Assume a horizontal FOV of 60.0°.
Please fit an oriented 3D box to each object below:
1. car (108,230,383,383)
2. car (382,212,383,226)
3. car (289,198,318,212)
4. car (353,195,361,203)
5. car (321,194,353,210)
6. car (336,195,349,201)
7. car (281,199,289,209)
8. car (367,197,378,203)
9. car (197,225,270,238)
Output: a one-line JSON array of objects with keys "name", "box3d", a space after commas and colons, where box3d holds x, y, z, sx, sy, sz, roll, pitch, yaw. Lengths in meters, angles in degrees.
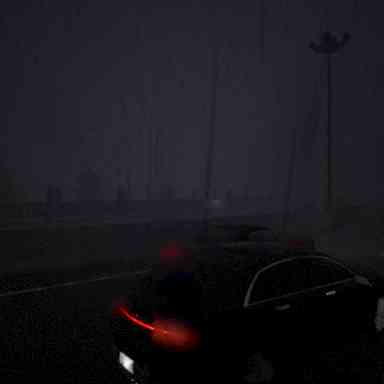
[{"name": "car", "box3d": [1.217, 1.518, 4.961, 4.892, 1.490, 1.837, 0, 0, -38]}, {"name": "car", "box3d": [14.376, 1.560, 22.723, 1.837, 1.490, 4.892, 0, 0, 40]}, {"name": "car", "box3d": [13.625, 1.576, 39.735, 1.882, 1.535, 5.008, 0, 0, 34]}, {"name": "car", "box3d": [35.837, 1.529, 73.431, 2.097, 1.767, 4.553, 0, 0, 33]}, {"name": "car", "box3d": [16.071, 1.310, 37.093, 2.150, 2.045, 5.566, 0, 0, 34]}, {"name": "car", "box3d": [36.694, 1.512, 81.123, 2.033, 1.411, 5.357, 0, 0, 33]}, {"name": "car", "box3d": [14.020, 1.642, 46.682, 1.812, 1.442, 4.674, 0, 0, 33]}, {"name": "car", "box3d": [38.732, 1.763, 71.462, 1.895, 1.301, 4.718, 0, 0, 33]}, {"name": "car", "box3d": [1.640, 1.626, 9.757, 4.718, 1.301, 1.895, 0, 0, -40]}]
